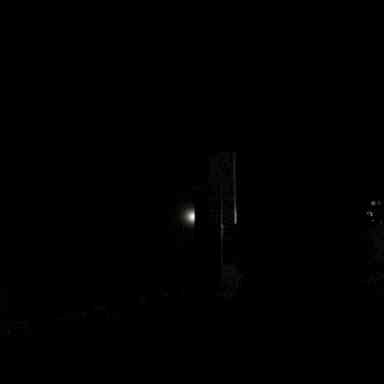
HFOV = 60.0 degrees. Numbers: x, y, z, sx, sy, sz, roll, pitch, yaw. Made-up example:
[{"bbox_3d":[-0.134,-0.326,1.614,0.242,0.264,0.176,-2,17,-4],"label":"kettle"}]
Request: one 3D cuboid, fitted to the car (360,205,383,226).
[{"bbox_3d":[11.973,1.531,25.181,2.097,1.767,4.553,0,0,-35],"label":"car"}]
